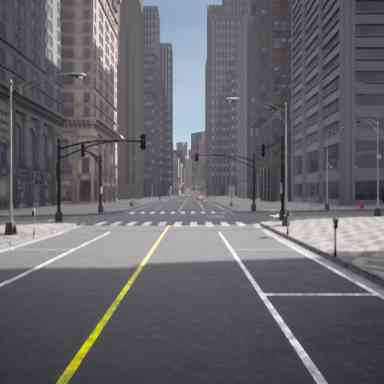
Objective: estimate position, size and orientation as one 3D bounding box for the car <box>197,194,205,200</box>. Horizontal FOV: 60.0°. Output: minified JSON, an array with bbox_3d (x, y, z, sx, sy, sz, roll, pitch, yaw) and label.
[{"bbox_3d":[2.387,1.398,92.592,2.097,1.767,4.553,0,0,0],"label":"car"}]
